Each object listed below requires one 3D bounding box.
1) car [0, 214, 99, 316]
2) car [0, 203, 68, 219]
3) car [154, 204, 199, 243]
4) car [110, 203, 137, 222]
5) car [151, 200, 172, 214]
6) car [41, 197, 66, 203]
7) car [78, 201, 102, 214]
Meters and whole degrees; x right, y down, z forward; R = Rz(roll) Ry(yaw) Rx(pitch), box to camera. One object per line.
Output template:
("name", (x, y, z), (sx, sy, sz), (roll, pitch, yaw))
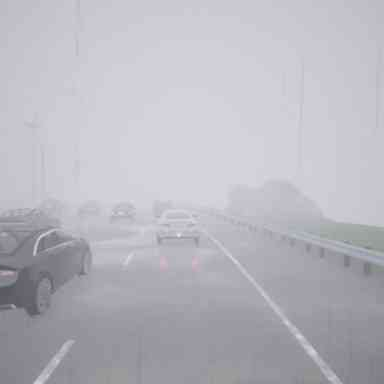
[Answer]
("car", (-3.681, 1.503, 7.480), (2.128, 1.511, 4.902), (0, 0, -2))
("car", (-7.755, 1.515, 15.842), (2.128, 1.511, 4.902), (0, 0, -5))
("car", (-0.734, 1.535, 15.991), (1.812, 1.442, 4.674), (0, 0, -5))
("car", (-5.456, 1.571, 26.553), (2.033, 1.411, 5.357), (0, 0, -8))
("car", (-2.882, 1.513, 32.381), (2.128, 1.511, 4.902), (0, 0, -10))
("car", (-13.647, 1.396, 32.885), (2.097, 1.767, 4.553), (0, 0, -10))
("car", (-10.209, 1.601, 33.527), (1.994, 1.385, 4.181), (0, 0, -10))
